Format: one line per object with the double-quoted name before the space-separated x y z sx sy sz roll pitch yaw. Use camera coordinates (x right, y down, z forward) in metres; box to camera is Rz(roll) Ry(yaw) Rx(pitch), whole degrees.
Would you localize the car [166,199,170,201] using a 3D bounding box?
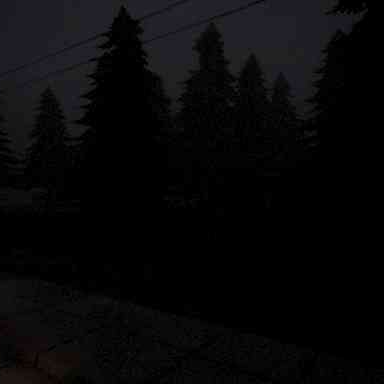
"car" -5.341 1.882 62.106 1.882 1.535 5.008 -1 -1 35
